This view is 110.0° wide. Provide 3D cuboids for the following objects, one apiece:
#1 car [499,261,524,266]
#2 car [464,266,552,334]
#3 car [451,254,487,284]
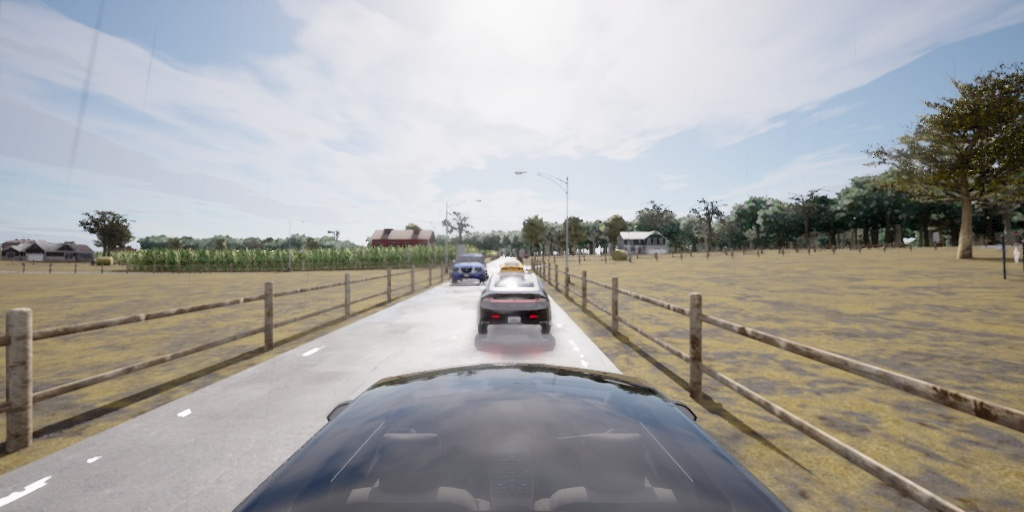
[{"bbox_3d":[-0.006,1.116,29.145,1.882,1.535,5.008,0,0,0],"label":"car"},{"bbox_3d":[0.061,1.216,10.488,2.128,1.511,4.902,0,0,0],"label":"car"},{"bbox_3d":[-2.940,0.876,25.894,2.150,2.045,5.566,0,0,0],"label":"car"}]
